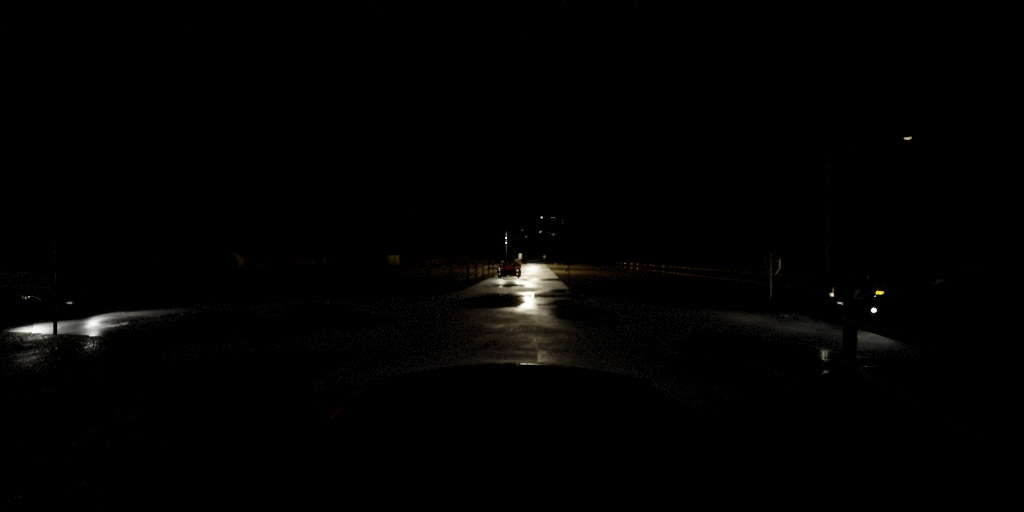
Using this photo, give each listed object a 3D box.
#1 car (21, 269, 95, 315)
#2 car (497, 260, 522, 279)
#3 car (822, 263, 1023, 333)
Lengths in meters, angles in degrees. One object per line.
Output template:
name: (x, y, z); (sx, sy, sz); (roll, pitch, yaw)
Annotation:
car: (-15.597, 1.090, 10.856); (4.674, 1.442, 1.812); (1, 1, 2)
car: (-0.172, 1.212, 34.652); (2.097, 1.767, 4.553); (0, 0, 4)
car: (13.651, 1.251, 11.798); (5.566, 2.045, 2.150); (1, 1, 2)
